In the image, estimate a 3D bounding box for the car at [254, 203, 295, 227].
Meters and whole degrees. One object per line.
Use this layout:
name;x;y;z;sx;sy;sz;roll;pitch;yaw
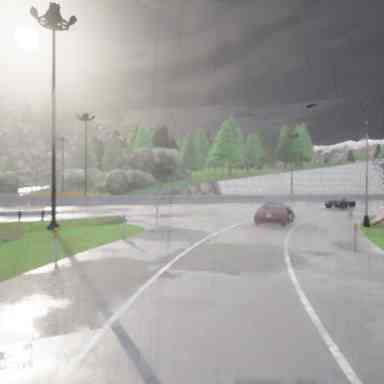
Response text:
car;5.436;1.374;21.643;1.994;1.385;4.181;1;1;25

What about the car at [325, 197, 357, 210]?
car;16.915;1.272;37.631;4.718;1.301;1.895;0;1;-44
